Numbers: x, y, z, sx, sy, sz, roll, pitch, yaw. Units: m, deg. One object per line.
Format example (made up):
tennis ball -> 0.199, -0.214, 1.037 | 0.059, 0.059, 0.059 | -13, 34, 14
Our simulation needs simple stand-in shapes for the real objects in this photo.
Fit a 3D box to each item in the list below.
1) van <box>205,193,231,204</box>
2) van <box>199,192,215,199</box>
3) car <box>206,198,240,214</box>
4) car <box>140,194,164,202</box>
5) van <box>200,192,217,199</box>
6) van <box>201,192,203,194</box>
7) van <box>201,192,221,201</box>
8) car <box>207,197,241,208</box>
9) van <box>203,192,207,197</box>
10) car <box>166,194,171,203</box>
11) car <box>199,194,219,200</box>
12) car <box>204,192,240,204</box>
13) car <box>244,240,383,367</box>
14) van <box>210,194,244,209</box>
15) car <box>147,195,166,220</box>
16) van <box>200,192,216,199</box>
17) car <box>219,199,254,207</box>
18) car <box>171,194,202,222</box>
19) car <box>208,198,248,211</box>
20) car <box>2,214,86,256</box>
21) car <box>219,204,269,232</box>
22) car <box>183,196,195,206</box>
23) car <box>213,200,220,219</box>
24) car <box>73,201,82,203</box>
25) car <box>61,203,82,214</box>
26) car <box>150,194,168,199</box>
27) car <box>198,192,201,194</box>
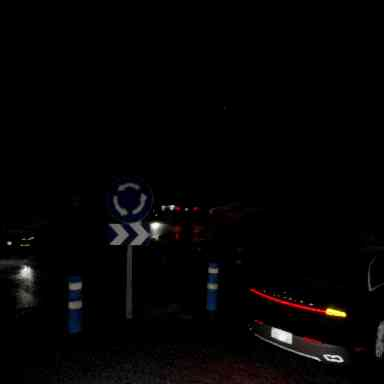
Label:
van -> 4.576, 1.170, 58.866 | 4.442, 1.987, 1.878 | 0, 0, 0
van -> 4.145, 0.932, 95.010 | 4.442, 1.987, 1.878 | 0, 0, 0
car -> 4.411, 1.691, 33.948 | 5.366, 1.575, 1.946 | 0, 1, 0
car -> -8.690, 1.311, 72.749 | 4.892, 1.521, 2.231 | 0, 0, 0
van -> 4.409, 0.968, 89.463 | 4.442, 1.987, 1.878 | 0, 0, 0
van -> 4.328, 1.152, 61.635 | 4.442, 1.987, 1.878 | 0, 0, 0
van -> 4.469, 1.041, 78.383 | 4.442, 1.987, 1.878 | 0, 0, 0
car -> 4.549, 1.518, 47.921 | 4.792, 1.488, 2.163 | 0, 1, 0
van -> 4.382, 1.209, 53.309 | 4.442, 1.987, 1.878 | 0, 1, -1
car -> -4.084, 1.162, 56.347 | 2.150, 2.045, 5.566 | 0, 0, 0
car -> 4.317, 1.231, 83.799 | 5.008, 1.535, 2.097 | 0, 0, 0
car -> 4.595, 1.357, 39.484 | 5.566, 2.045, 2.435 | 0, 1, 0
car -> 2.918, 1.655, 6.101 | 4.892, 1.490, 1.837 | 0, 1, -44
van -> 4.652, 1.299, 45.147 | 4.442, 1.987, 1.878 | 0, 1, 0
car -> -4.029, 1.471, 31.283 | 2.150, 2.045, 5.566 | 0, 2, 0
van -> 4.394, 0.951, 92.108 | 4.442, 1.987, 1.878 | 0, 0, 0
car -> 4.673, 1.693, 25.762 | 4.553, 1.767, 2.185 | 0, 1, 0
car -> -0.396, 1.495, 30.154 | 2.150, 2.045, 5.566 | 0, 1, 1
car -> 4.522, 1.596, 42.257 | 4.792, 1.488, 2.163 | 0, 1, 0
car -> -5.761, 1.834, 14.691 | 1.837, 1.490, 4.892 | -2, -4, 27
car -> 4.651, 1.861, 22.993 | 5.008, 1.535, 2.097 | 0, 1, 0
car -> -0.497, 1.441, 56.461 | 1.837, 1.490, 4.892 | 0, 1, 0
car -> 4.609, 1.776, 31.179 | 4.674, 1.452, 2.002 | 0, 1, 0
car -> -8.447, 1.784, 28.344 | 5.008, 1.535, 2.097 | 0, 1, 0
car -> -8.467, 1.856, 25.568 | 4.792, 1.488, 2.163 | 0, 1, 0
car -> -8.785, 1.240, 89.406 | 4.674, 1.452, 2.002 | 0, 0, 0
car -> 4.401, 1.108, 64.405 | 5.566, 2.045, 2.435 | 0, 0, 0
